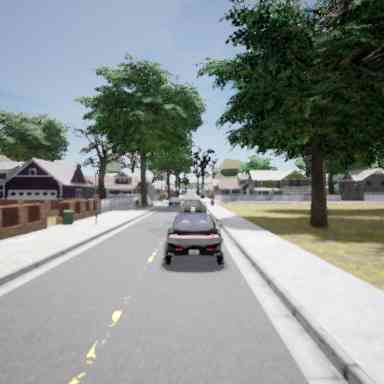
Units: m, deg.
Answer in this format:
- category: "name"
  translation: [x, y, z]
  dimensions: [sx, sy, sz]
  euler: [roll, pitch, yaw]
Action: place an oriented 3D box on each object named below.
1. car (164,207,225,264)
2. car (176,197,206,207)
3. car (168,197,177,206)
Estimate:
- category: "car"
  translation: [0.072, 1.486, 11.810]
  dimensions: [2.128, 1.511, 4.902]
  euler: [0, 0, 0]
- category: "car"
  translation: [0.078, 1.340, 26.797]
  dimensions: [2.097, 1.767, 4.553]
  euler: [0, 0, 0]
- category: "car"
  translation: [-2.770, 1.523, 53.297]
  dimensions: [2.033, 1.411, 5.357]
  euler: [0, 0, 1]
